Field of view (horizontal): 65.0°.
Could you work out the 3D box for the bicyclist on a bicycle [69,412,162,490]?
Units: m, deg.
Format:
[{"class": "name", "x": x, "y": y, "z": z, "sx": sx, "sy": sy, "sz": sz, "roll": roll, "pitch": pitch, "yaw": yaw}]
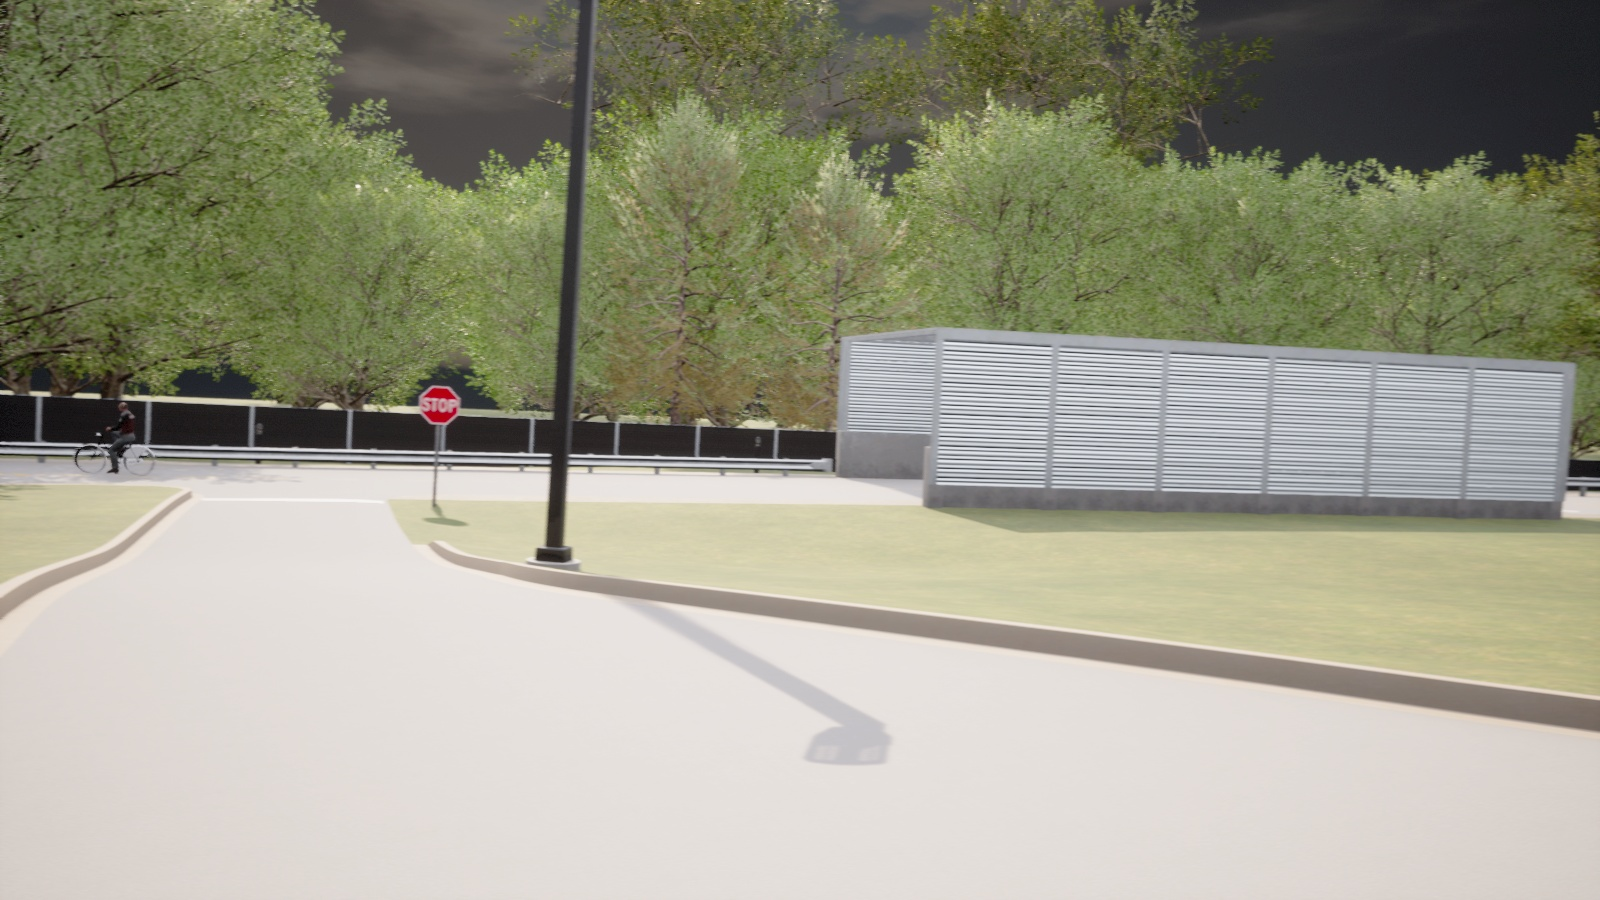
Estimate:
[{"class": "bicyclist on a bicycle", "x": -16.390, "y": 0.026, "z": 30.100, "sx": 1.843, "sy": 1.776, "sz": 0.659, "roll": 2, "pitch": 4, "yaw": -4}]
